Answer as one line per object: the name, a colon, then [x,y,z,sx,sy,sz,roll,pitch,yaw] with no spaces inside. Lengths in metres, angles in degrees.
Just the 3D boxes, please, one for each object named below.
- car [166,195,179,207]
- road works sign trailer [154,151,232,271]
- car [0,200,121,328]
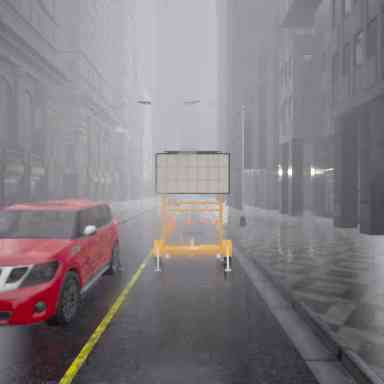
car: [-2.950,1.596,52.548,2.033,1.411,5.357,0,0,0]
road works sign trailer: [0.024,0.466,10.876,2.380,3.560,2.880,0,0,0]
car: [-3.095,1.222,7.342,2.150,2.045,5.566,0,0,0]
